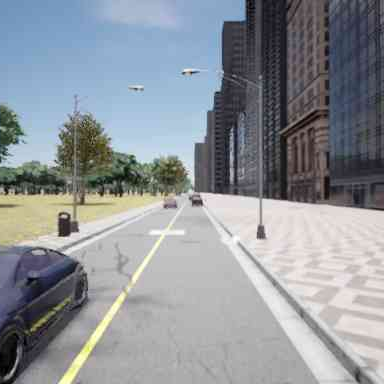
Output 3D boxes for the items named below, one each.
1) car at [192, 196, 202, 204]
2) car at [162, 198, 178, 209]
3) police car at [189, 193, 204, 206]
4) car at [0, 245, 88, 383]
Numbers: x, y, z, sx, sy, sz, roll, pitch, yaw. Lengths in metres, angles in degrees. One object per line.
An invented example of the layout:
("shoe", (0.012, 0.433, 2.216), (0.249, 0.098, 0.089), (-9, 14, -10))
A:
("car", (0.925, 1.617, 65.870), (1.812, 1.442, 4.674), (0, 0, 0))
("car", (-3.057, 1.599, 47.568), (1.812, 1.442, 4.674), (0, 0, 0))
("police car", (0.921, 1.509, 55.979), (1.930, 1.638, 5.238), (0, 0, 0))
("car", (-3.098, 1.570, 5.112), (1.994, 1.385, 4.181), (0, 0, 0))
